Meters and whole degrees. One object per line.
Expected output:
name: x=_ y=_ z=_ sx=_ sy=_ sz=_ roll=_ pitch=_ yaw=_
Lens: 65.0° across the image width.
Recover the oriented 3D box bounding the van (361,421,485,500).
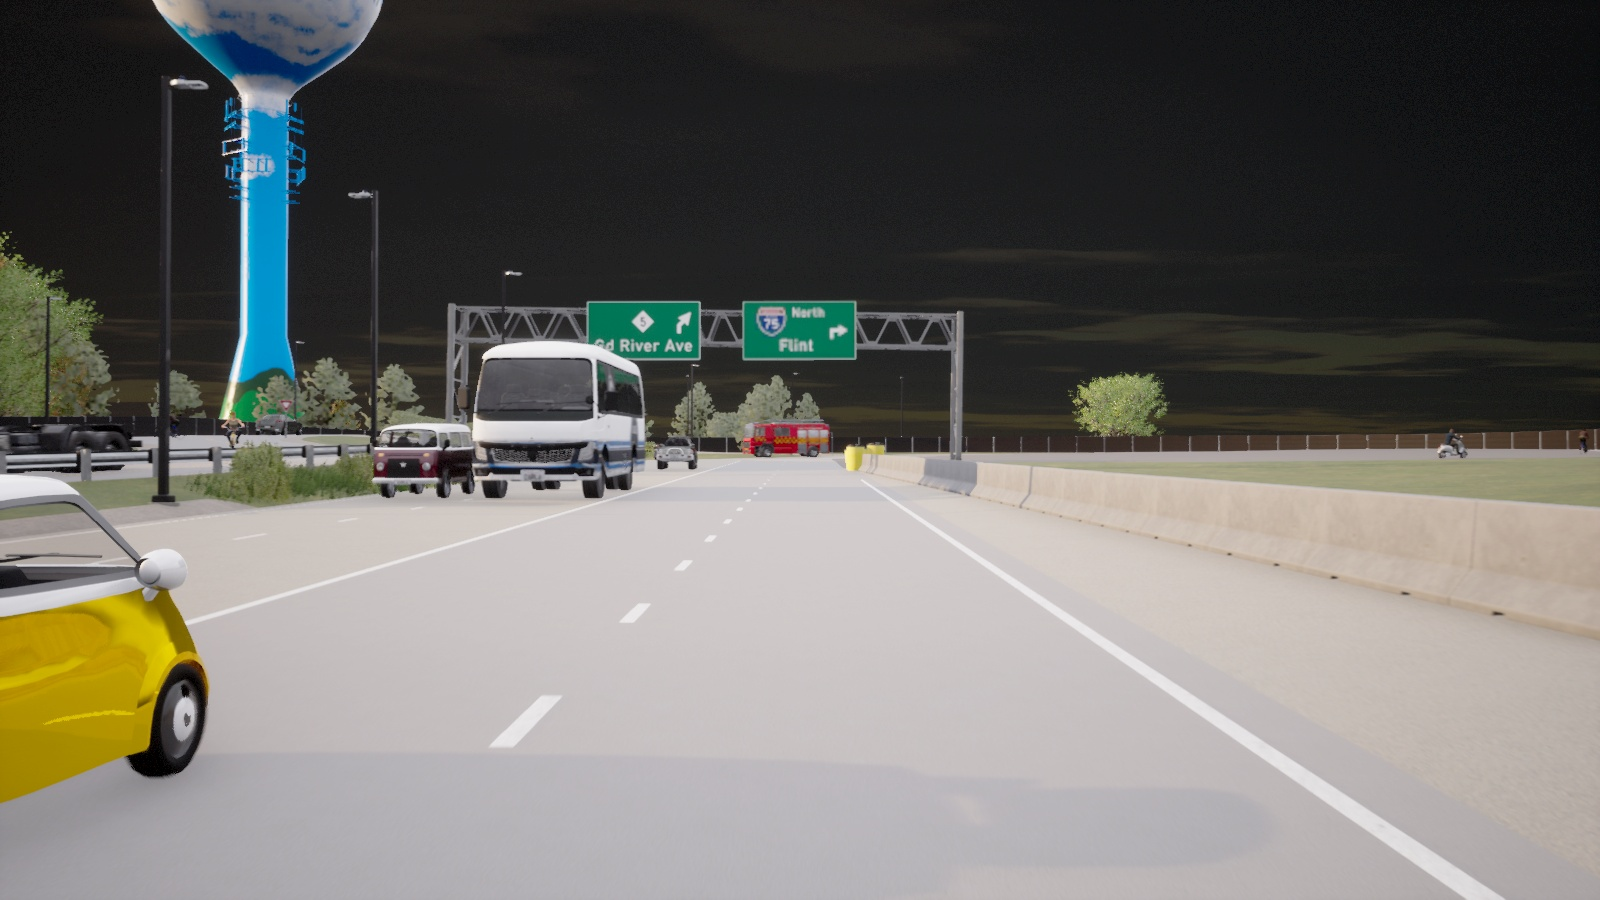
van: x=-10.285 y=0.251 z=34.633 sx=2.069 sy=2.038 sz=4.480 roll=0 pitch=0 yaw=0

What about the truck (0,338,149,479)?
truck: x=-20.952 y=-1.058 z=32.617 sx=2.891 sy=3.462 sz=7.936 roll=-1 pitch=2 yaw=9

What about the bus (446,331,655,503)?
bus: x=-6.775 y=-0.852 z=36.234 sx=3.944 sy=4.253 sz=10.273 roll=0 pitch=0 yaw=0

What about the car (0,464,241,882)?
car: x=-3.456 y=0.771 z=4.979 sx=1.481 sy=1.376 sz=2.207 roll=0 pitch=1 yaw=0

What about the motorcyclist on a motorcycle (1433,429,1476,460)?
motorcyclist on a motorcycle: x=34.422 y=-0.268 z=66.050 sx=1.817 sy=1.590 sz=0.866 roll=-1 pitch=0 yaw=-14

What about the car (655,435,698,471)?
car: x=-6.604 y=0.127 z=67.733 sx=1.932 sy=1.855 sz=4.605 roll=0 pitch=0 yaw=-1
